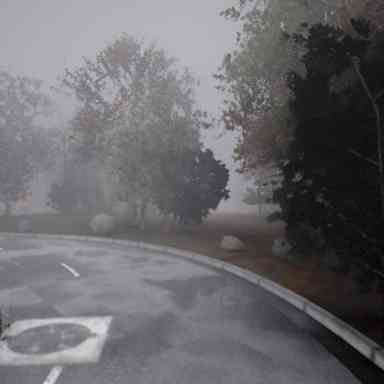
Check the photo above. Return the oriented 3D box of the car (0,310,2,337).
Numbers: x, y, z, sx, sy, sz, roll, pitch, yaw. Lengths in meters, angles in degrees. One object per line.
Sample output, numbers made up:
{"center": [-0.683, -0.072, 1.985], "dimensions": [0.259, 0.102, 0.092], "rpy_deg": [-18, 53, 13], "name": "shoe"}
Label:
{"center": [-3.562, 1.382, 2.846], "dimensions": [2.097, 1.767, 4.553], "rpy_deg": [0, 0, -8], "name": "car"}
